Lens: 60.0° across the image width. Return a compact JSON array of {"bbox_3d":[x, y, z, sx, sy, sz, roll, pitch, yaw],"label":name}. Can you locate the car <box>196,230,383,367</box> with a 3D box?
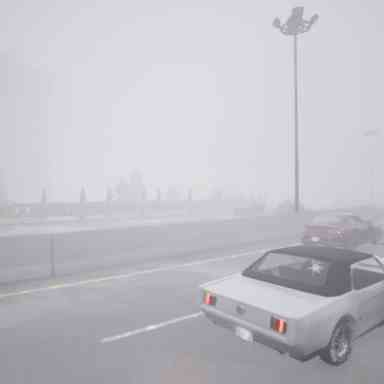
[{"bbox_3d":[2.433,1.619,5.855,4.718,1.301,1.895,0,0,-39],"label":"car"}]

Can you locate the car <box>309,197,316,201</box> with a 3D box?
[{"bbox_3d":[25.281,1.900,71.283,1.837,1.490,4.892,-1,0,11],"label":"car"}]

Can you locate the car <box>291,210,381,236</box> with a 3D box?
[{"bbox_3d":[6.259,1.572,13.907,4.674,1.442,1.812,0,0,-43],"label":"car"}]

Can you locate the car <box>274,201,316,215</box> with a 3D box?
[{"bbox_3d":[8.043,1.676,26.292,1.994,1.385,4.181,0,0,40],"label":"car"}]

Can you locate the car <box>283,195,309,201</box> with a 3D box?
[{"bbox_3d":[10.279,1.517,34.902,2.097,1.767,4.553,-1,-1,34],"label":"car"}]

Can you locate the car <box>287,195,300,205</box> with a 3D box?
[{"bbox_3d":[21.819,1.657,71.817,2.150,2.045,5.566,-1,0,11],"label":"car"}]

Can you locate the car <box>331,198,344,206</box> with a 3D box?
[{"bbox_3d":[26.501,1.844,60.732,2.033,1.411,5.357,-1,0,17],"label":"car"}]

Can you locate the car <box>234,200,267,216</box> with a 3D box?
[{"bbox_3d":[6.274,1.657,35.311,1.882,1.535,5.008,0,0,36],"label":"car"}]
